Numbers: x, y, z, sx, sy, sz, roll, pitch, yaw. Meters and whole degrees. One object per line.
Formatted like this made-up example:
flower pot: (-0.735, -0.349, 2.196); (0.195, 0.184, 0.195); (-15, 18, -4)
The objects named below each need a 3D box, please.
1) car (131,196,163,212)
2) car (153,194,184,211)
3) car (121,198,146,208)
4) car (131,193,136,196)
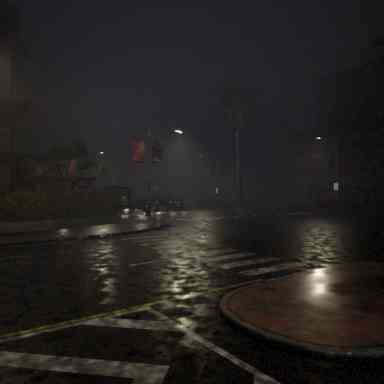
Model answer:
car: (-5.641, 1.526, 39.190); (1.812, 1.442, 4.674); (0, 0, -35)
car: (-3.195, 1.221, 41.829); (2.150, 2.045, 5.566); (0, 0, -35)
car: (-8.782, 1.601, 49.841); (1.895, 1.301, 4.718); (0, 0, -34)
car: (-13.392, 1.220, 68.456); (2.150, 2.045, 5.566); (0, 0, -39)
